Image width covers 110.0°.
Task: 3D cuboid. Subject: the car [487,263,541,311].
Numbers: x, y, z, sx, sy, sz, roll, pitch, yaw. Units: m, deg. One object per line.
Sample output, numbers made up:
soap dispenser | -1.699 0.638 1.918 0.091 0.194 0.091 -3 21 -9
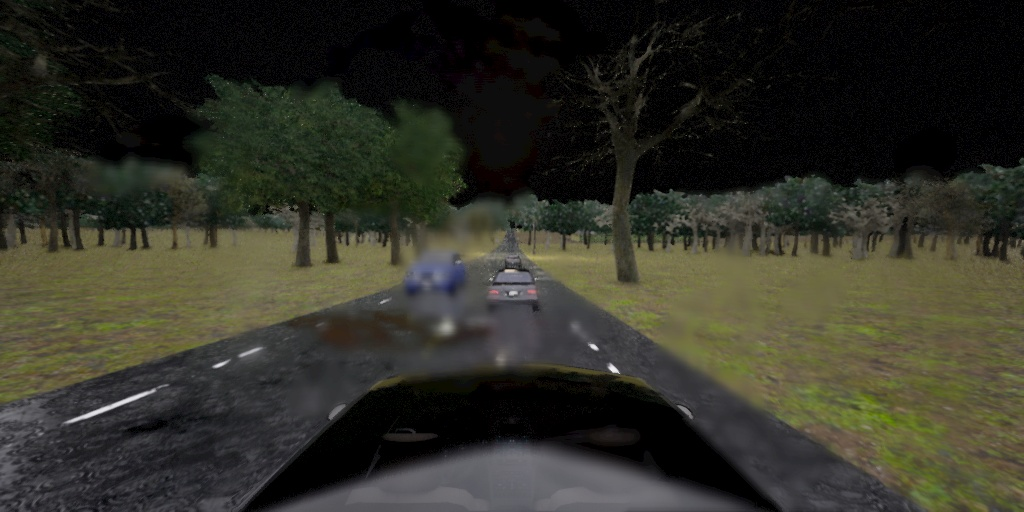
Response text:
car | 0.075 1.185 13.761 2.033 1.411 5.357 0 1 0

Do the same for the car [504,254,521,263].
car | 0.094 0.535 43.029 2.128 1.511 4.902 0 2 0

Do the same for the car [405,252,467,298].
car | -3.556 0.805 17.811 2.150 2.045 5.566 0 1 0
